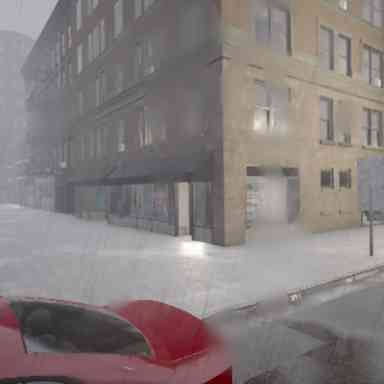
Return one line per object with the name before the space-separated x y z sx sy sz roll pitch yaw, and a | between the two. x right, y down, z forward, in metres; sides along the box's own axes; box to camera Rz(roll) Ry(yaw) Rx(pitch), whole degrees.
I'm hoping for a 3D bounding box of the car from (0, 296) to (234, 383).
car | -1.987 1.490 1.646 5.008 1.535 1.882 -1 1 -35
